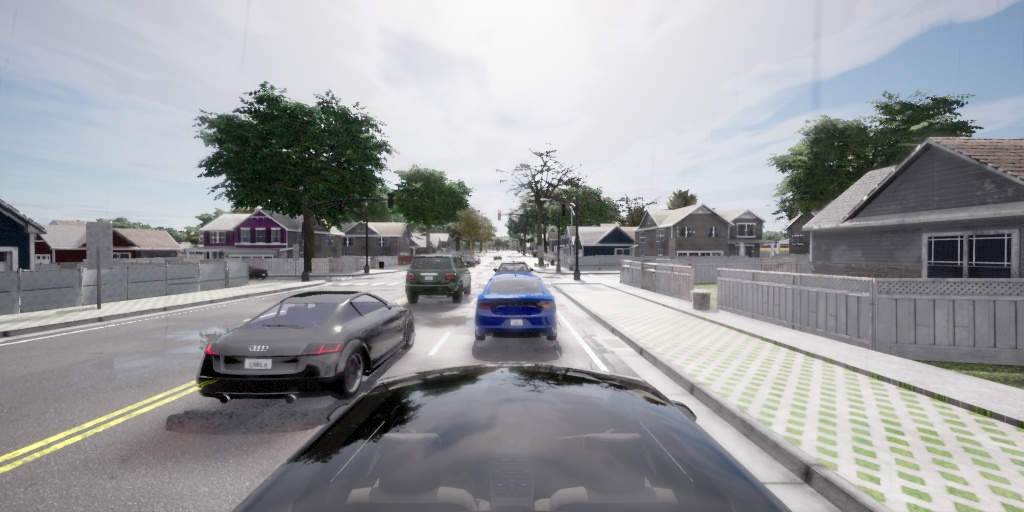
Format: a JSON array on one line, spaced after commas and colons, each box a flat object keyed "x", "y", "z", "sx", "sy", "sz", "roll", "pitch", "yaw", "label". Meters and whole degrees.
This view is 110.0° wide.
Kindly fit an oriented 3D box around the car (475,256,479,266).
[{"x": -6.661, "y": 0.715, "z": 54.238, "sx": 2.097, "sy": 1.767, "sz": 4.553, "roll": 0, "pitch": 1, "yaw": 0, "label": "car"}]

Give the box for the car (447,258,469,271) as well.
[{"x": -6.663, "y": 1.011, "z": 44.800, "sx": 2.033, "sy": 1.411, "sz": 5.357, "roll": 0, "pitch": 1, "yaw": 0, "label": "car"}]

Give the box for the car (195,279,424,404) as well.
[{"x": -3.157, "y": 1.308, "z": 6.470, "sx": 1.994, "sy": 1.385, "sz": 4.181, "roll": 0, "pitch": 0, "yaw": 0, "label": "car"}]

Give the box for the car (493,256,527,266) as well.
[{"x": 0.074, "y": 1.041, "z": 18.842, "sx": 2.097, "sy": 1.767, "sz": 4.553, "roll": 0, "pitch": 0, "yaw": 0, "label": "car"}]

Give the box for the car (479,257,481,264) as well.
[{"x": -6.652, "y": 0.728, "z": 64.518, "sx": 2.033, "sy": 1.411, "sz": 5.357, "roll": 0, "pitch": 1, "yaw": 0, "label": "car"}]

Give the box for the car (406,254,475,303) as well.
[{"x": -3.173, "y": 0.927, "z": 16.351, "sx": 2.150, "sy": 2.045, "sz": 5.566, "roll": 0, "pitch": 0, "yaw": 0, "label": "car"}]

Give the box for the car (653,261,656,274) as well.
[{"x": 12.675, "y": 1.095, "z": 32.532, "sx": 4.718, "sy": 1.301, "sz": 1.895, "roll": 0, "pitch": 1, "yaw": 1, "label": "car"}]

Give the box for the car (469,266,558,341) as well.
[{"x": 0.088, "y": 1.213, "z": 9.887, "sx": 1.882, "sy": 1.535, "sz": 5.008, "roll": 0, "pitch": 0, "yaw": 0, "label": "car"}]

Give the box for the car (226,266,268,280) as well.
[{"x": -22.624, "y": 1.267, "z": 29.215, "sx": 5.008, "sy": 1.535, "sz": 1.882, "roll": 0, "pitch": 1, "yaw": 3, "label": "car"}]
